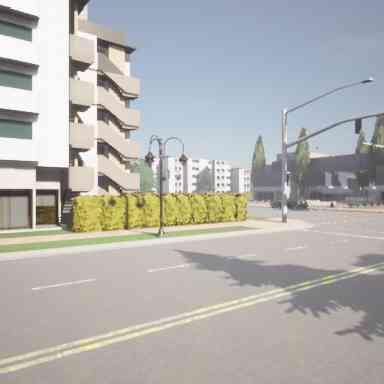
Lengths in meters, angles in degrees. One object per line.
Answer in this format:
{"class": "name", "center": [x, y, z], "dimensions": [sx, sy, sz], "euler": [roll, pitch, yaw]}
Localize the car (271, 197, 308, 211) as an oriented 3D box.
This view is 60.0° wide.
{"class": "car", "center": [12.104, 1.344, 41.669], "dimensions": [2.097, 1.767, 4.553], "euler": [0, 0, -38]}
